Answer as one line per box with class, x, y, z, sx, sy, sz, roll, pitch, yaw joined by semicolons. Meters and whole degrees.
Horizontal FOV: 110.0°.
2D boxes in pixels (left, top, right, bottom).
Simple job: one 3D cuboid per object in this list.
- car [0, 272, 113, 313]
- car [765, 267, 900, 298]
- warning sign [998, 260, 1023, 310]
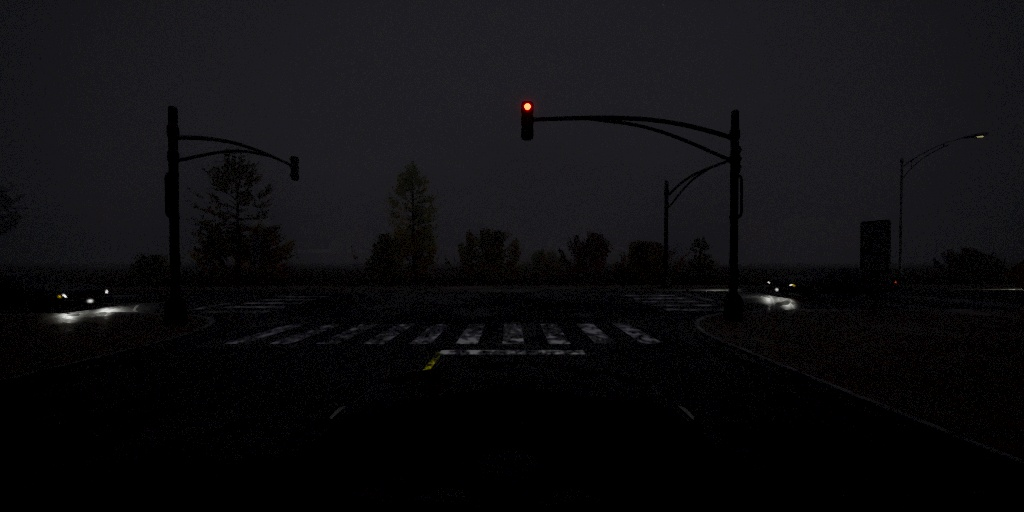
car;-18.841;1.343;13.709;5.357;1.411;2.033;0;1;-1
car;15.563;1.246;17.505;5.357;1.411;2.033;0;1;-1
warning sign;17.013;0.893;11.719;1.060;1.860;1.300;0;0;-1
